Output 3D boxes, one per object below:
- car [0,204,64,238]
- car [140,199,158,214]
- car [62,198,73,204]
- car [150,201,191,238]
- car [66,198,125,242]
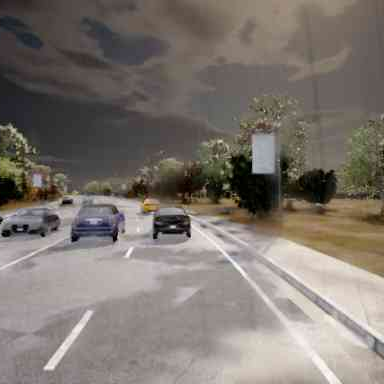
[{"bbox_3d":[-8.416,1.586,17.769,1.994,1.385,4.181,0,0,-8],"label":"car"},{"bbox_3d":[-4.499,1.500,36.132,1.882,1.535,5.008,0,0,-13],"label":"car"},{"bbox_3d":[-22.058,1.645,59.121,1.895,1.301,4.718,0,0,-17],"label":"car"},{"bbox_3d":[-1.200,1.487,18.047,1.882,1.535,5.008,0,0,-7],"label":"car"},{"bbox_3d":[-4.588,1.367,16.824,2.097,1.767,4.553,0,0,-7],"label":"car"}]
